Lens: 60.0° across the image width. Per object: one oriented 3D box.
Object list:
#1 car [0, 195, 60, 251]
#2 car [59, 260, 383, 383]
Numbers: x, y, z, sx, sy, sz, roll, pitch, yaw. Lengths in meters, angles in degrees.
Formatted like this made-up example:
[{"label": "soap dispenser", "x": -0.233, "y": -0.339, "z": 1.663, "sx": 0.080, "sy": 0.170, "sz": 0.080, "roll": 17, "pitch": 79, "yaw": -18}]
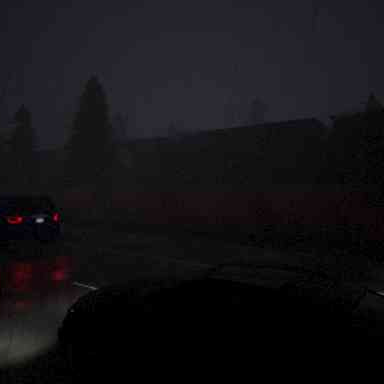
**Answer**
[{"label": "car", "x": -7.810, "y": 1.128, "z": 13.862, "sx": 5.566, "sy": 2.045, "sz": 2.150, "roll": 0, "pitch": 0, "yaw": 35}, {"label": "car", "x": 0.509, "y": 1.515, "z": 3.629, "sx": 4.674, "sy": 1.442, "sz": 1.812, "roll": 0, "pitch": 0, "yaw": 35}]
